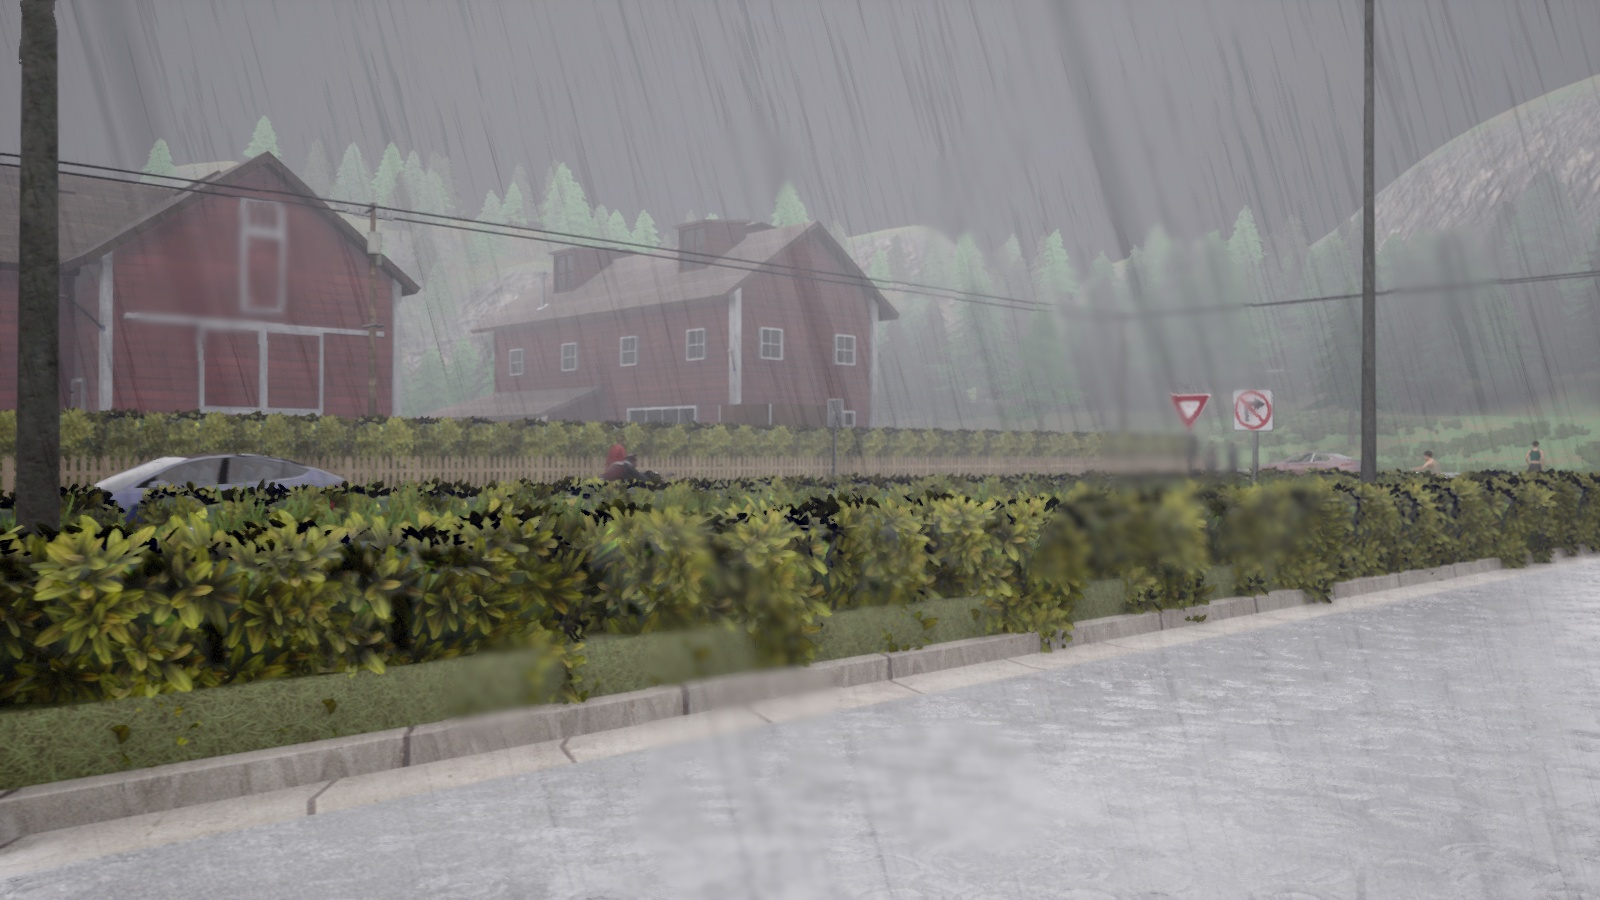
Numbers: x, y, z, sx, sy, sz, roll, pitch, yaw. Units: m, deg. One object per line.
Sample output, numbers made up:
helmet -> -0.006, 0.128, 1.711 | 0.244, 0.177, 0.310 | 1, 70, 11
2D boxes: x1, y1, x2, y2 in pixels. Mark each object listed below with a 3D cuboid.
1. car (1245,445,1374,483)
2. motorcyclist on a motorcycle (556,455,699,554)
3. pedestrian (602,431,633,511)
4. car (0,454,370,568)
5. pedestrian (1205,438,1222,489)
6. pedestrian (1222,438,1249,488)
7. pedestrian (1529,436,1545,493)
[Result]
car -> 23.265, 0.633, 57.472 | 2.152, 1.651, 5.027 | 0, 0, -43
motorcyclist on a motorcycle -> -2.767, 0.841, 20.348 | 2.191, 1.530, 0.866 | 0, 0, -43
pedestrian -> -4.234, 0.488, 29.217 | 0.636, 1.846, 0.331 | 0, 0, -43
car -> -9.297, 0.815, 19.019 | 4.792, 1.488, 2.163 | 0, 0, -43
pedestrian -> 15.291, 0.496, 46.406 | 0.634, 1.846, 0.331 | 0, 0, -42
pedestrian -> 16.865, 0.499, 48.657 | 0.849, 1.883, 0.563 | 0, 0, -33
pedestrian -> 23.815, 0.463, 40.589 | 0.345, 1.836, 0.594 | 0, 0, 40
